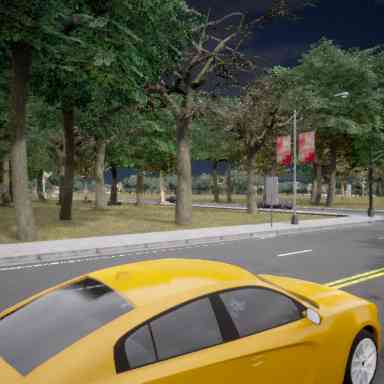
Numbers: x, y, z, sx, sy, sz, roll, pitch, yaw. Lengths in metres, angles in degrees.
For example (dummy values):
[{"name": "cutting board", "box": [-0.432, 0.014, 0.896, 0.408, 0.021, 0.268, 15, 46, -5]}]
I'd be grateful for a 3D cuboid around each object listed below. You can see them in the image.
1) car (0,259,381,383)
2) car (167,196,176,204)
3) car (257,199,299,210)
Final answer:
[{"name": "car", "box": [0.056, 1.478, 3.481, 5.008, 1.535, 1.882, 0, 0, -36]}, {"name": "car", "box": [-2.738, 1.471, 59.990, 1.837, 1.490, 4.892, 0, -1, -35]}, {"name": "car", "box": [10.543, 1.529, 41.311, 2.033, 1.411, 5.357, 0, 0, -36]}]
